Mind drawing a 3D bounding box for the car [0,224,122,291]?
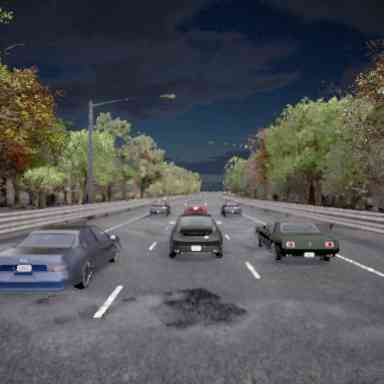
[{"bbox_3d":[-3.375,1.595,9.220,2.033,1.411,5.357,0,0,0],"label":"car"}]

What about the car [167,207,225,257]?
[{"bbox_3d":[0.153,1.576,13.186,1.837,1.490,4.892,0,0,0],"label":"car"}]

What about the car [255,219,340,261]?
[{"bbox_3d":[3.646,1.668,12.506,1.895,1.301,4.718,0,0,0],"label":"car"}]

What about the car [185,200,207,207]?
[{"bbox_3d":[0.368,1.516,32.030,2.097,1.767,4.553,0,0,1],"label":"car"}]

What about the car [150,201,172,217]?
[{"bbox_3d":[-3.106,1.665,33.835,2.128,1.511,4.902,0,0,1],"label":"car"}]

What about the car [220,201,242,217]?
[{"bbox_3d":[3.896,1.667,33.852,2.128,1.511,4.902,0,0,1],"label":"car"}]
